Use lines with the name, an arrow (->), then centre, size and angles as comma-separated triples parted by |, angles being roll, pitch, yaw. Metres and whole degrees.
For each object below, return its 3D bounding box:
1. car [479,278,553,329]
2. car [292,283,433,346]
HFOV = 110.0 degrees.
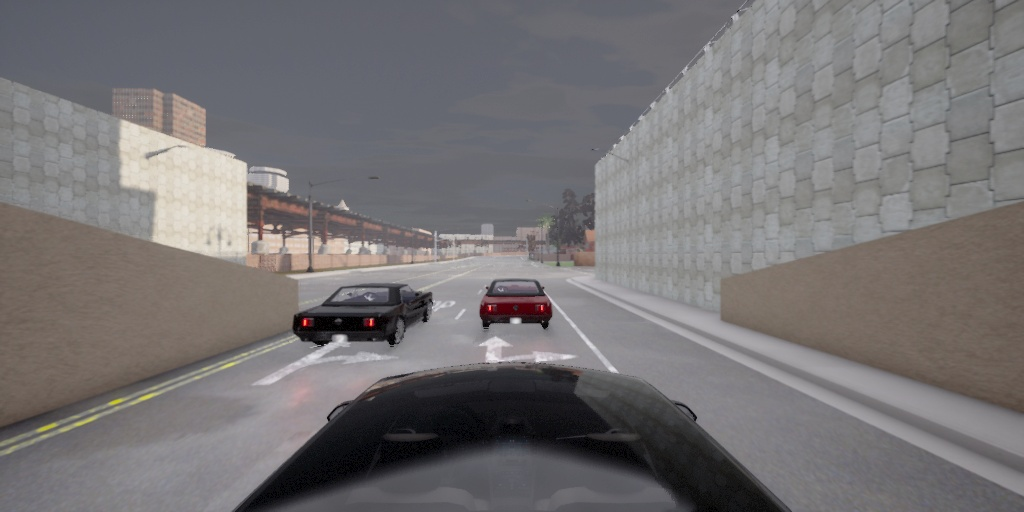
car -> 0.100, 1.338, 11.212 | 1.895, 1.301, 4.718 | 0, 0, 0
car -> -3.399, 1.340, 9.320 | 1.895, 1.301, 4.718 | 0, 0, 0
